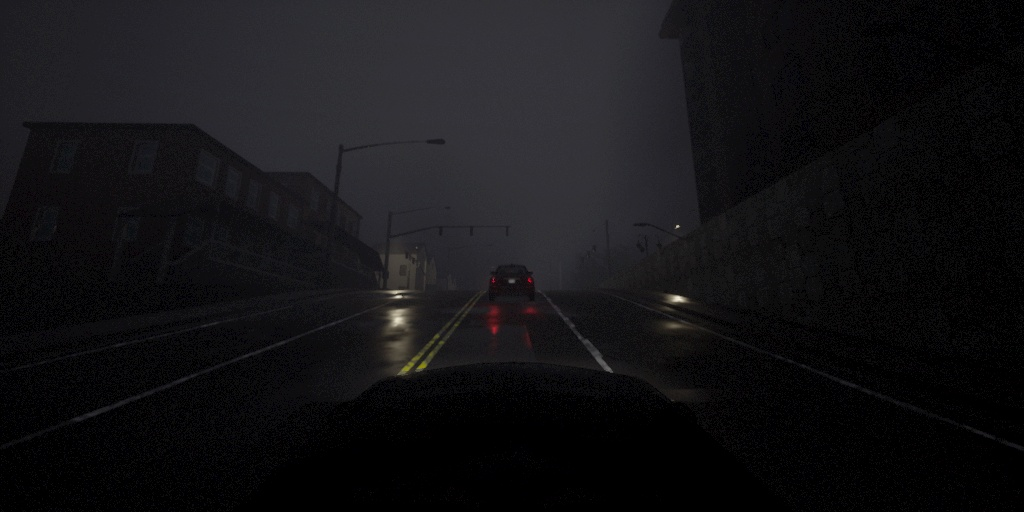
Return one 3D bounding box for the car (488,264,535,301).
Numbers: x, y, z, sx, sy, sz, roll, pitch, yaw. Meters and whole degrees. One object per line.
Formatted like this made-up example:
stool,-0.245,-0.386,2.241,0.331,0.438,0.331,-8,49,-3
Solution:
car,-0.017,1.163,17.863,2.097,1.767,4.553,0,-1,0
